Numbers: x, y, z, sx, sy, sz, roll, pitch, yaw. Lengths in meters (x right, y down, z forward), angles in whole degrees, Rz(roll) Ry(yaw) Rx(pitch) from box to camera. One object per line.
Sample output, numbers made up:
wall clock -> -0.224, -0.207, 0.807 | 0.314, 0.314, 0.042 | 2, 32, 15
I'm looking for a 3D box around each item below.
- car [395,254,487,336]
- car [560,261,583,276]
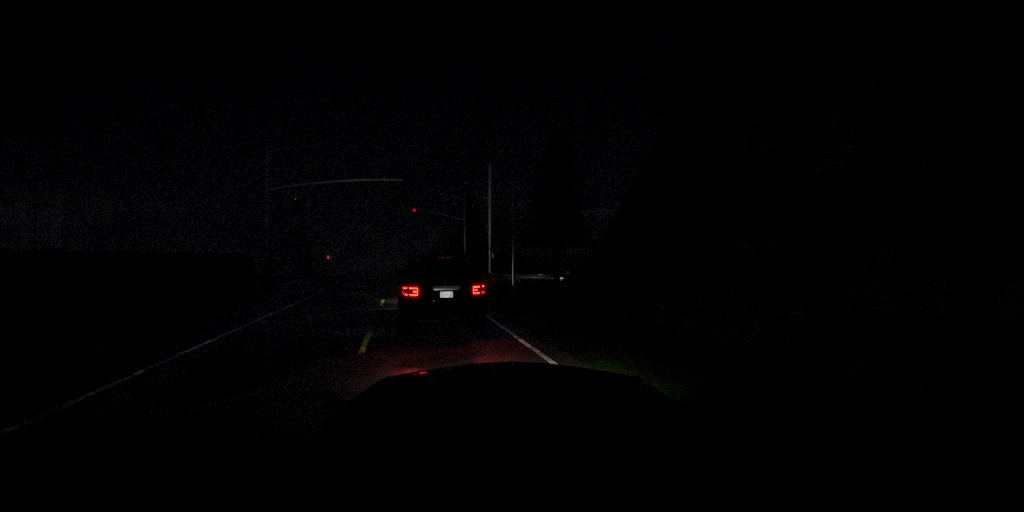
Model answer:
car -> -2.256, 0.971, 10.740 | 2.150, 2.045, 5.566 | 0, 0, -17
car -> 6.571, 1.228, 35.306 | 5.008, 1.535, 1.882 | 0, 0, -19
